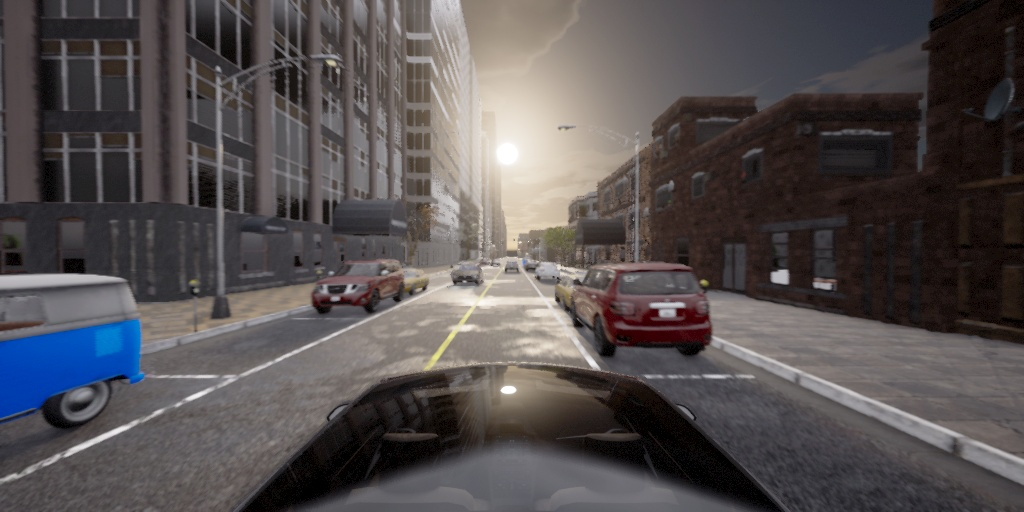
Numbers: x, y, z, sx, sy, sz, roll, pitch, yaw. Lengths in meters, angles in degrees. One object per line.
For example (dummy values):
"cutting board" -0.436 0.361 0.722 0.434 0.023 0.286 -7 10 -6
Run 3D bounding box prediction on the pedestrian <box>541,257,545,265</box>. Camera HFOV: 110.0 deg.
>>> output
"pedestrian" 2.951 1.043 33.727 0.375 1.860 0.375 -1 1 -2

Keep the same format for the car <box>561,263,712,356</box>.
"car" 2.688 1.065 8.549 2.192 1.841 5.009 0 0 0

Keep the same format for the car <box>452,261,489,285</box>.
"car" -3.091 1.297 26.143 2.033 1.411 5.357 0 0 0

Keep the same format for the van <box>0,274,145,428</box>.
"van" -5.692 1.091 3.023 1.690 1.789 3.998 0 0 0

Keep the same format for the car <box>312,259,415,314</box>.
"car" -5.693 1.064 14.092 2.192 1.841 5.009 0 0 0

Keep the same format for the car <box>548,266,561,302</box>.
"car" 2.688 1.275 14.253 1.751 1.417 4.829 0 0 0

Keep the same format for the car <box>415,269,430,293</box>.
"car" -5.694 1.275 19.457 1.751 1.417 4.829 0 0 0

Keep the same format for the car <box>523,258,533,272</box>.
"car" 2.682 1.315 47.290 1.948 1.339 4.313 0 0 0

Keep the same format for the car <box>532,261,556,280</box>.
"car" 2.995 1.276 30.907 1.812 1.442 4.674 0 0 0

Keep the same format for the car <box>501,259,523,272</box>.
"car" 0.001 1.296 45.677 2.033 1.411 5.357 0 0 0
